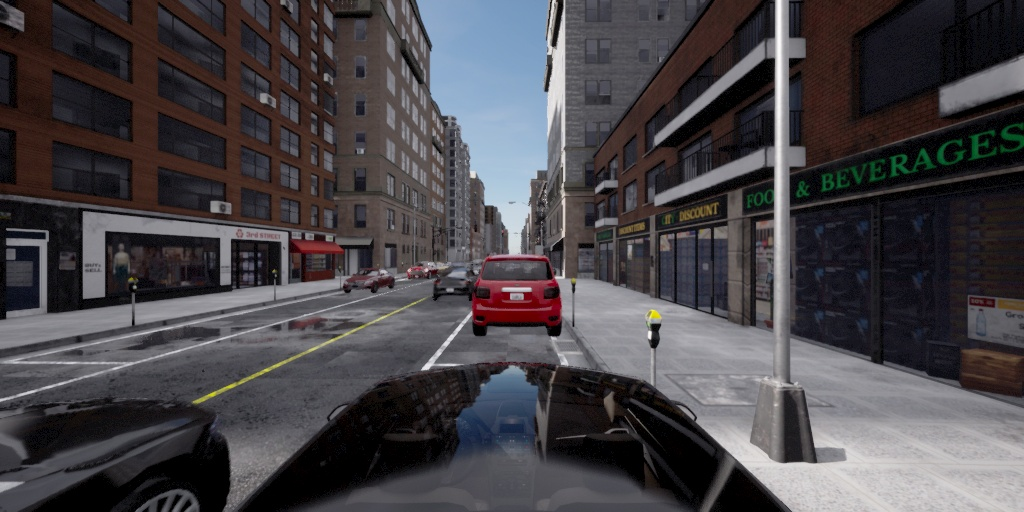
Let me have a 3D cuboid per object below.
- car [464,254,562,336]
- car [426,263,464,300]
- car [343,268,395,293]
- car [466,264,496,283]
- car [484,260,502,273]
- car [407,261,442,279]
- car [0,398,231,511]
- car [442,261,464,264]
[{"bbox_3d":[0.156,0.978,10.490,2.150,2.045,5.566,0,0,1],"label":"car"},{"bbox_3d":[-2.592,1.275,17.513,1.812,1.442,4.674,0,0,1],"label":"car"},{"bbox_3d":[-8.025,1.331,20.504,1.802,1.307,4.207,0,0,1],"label":"car"},{"bbox_3d":[-2.379,1.350,28.768,1.895,1.301,4.718,0,0,1],"label":"car"},{"bbox_3d":[-2.202,1.274,43.257,1.812,1.442,4.674,0,0,1],"label":"car"},{"bbox_3d":[-7.815,1.188,31.540,1.967,1.591,4.097,0,0,1],"label":"car"},{"bbox_3d":[-2.916,1.241,0.516,2.128,1.511,4.902,0,0,1],"label":"car"},{"bbox_3d":[-5.205,1.296,34.564,2.033,1.411,5.357,0,0,1],"label":"car"}]
